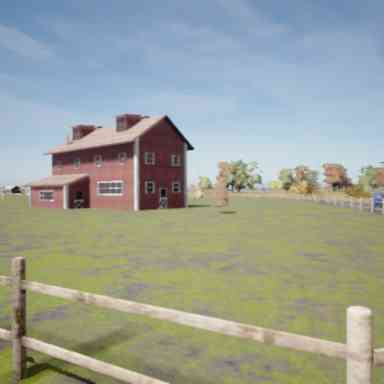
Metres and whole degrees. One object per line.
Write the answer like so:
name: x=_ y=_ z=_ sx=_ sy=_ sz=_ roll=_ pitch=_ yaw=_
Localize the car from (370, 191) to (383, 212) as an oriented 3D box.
car: x=20.491 y=0.968 z=34.792 sx=2.150 sy=2.045 sz=5.566 roll=0 pitch=0 yaw=12
